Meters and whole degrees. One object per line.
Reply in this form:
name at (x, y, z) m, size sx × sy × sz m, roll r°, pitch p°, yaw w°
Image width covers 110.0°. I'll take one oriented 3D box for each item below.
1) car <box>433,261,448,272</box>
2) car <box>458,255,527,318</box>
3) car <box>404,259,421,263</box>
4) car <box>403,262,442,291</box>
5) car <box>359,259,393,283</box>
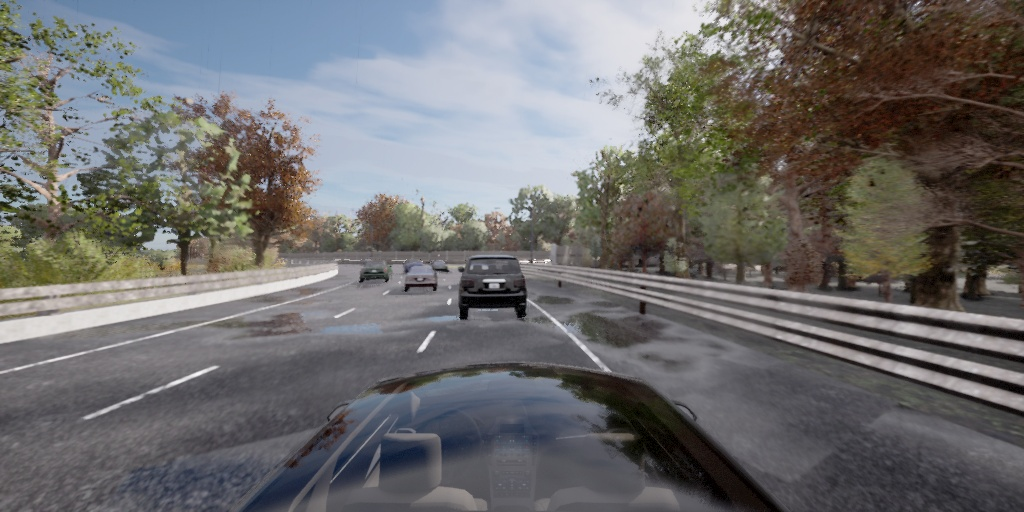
car at (-9.573, 1.336, 46.091) m, size 1.994 × 1.385 × 4.181 m, roll 0°, pitch 0°, yaw -23°
car at (-0.798, 0.972, 13.206) m, size 2.150 × 2.045 × 5.566 m, roll 0°, pitch 0°, yaw -6°
car at (-11.483, 1.131, 41.749) m, size 2.097 × 1.767 × 4.553 m, roll 0°, pitch 0°, yaw -22°
car at (-5.501, 1.311, 21.924) m, size 2.033 × 1.411 × 5.357 m, roll 0°, pitch 0°, yaw -12°
car at (-10.737, 1.132, 28.595) m, size 2.097 × 1.767 × 4.553 m, roll 0°, pitch 0°, yaw -14°
